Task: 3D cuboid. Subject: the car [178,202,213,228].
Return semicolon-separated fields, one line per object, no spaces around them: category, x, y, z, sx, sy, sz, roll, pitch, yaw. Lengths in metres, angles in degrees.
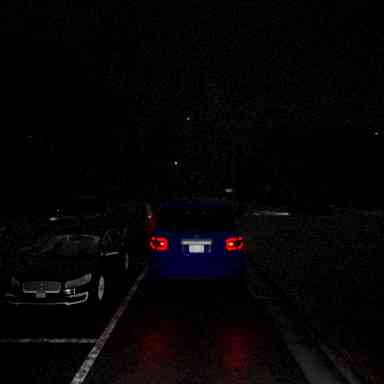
car;0.277;1.508;23.159;2.128;1.511;4.902;0;0;2

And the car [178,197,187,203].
car;-2.368;1.810;80.001;2.008;1.369;4.403;0;0;0

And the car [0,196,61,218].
car;-15.187;1.389;30.840;5.566;2.045;2.150;-1;0;0

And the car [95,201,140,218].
car;-2.594;1.319;13.410;2.192;1.841;5.009;0;0;0

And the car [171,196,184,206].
car;-2.445;1.571;57.246;1.967;1.590;4.097;0;0;0

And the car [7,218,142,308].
car;-2.612;1.551;7.946;2.008;1.369;4.403;0;0;0

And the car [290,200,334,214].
car;12.157;1.500;33.729;4.181;1.385;1.994;0;0;0

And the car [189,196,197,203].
car;0.260;1.701;75.658;1.882;1.535;5.008;0;0;0

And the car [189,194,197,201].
car;0.296;1.487;86.049;2.097;1.767;4.553;0;0;0

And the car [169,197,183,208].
car;-2.465;1.546;51.558;1.967;1.590;4.097;0;0;0

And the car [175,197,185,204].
car;-2.406;1.772;68.624;1.802;1.307;4.206;0;0;0

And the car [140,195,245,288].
car;0.127;1.224;9.372;2.150;2.045;5.566;0;0;1
